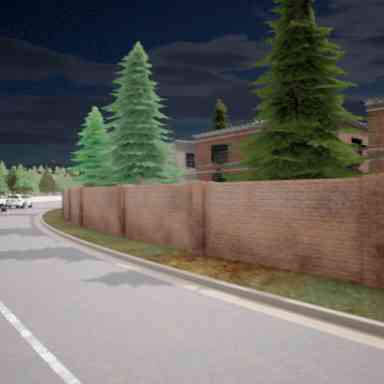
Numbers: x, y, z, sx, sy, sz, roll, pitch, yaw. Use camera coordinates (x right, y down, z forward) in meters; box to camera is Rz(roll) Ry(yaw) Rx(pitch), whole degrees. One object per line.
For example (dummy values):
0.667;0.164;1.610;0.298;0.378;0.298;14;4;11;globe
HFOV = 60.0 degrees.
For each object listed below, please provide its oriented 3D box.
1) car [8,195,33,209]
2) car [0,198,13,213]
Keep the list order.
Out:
-25.304;1.408;48.993;2.150;2.045;5.566;0;0;-8;car
-22.954;1.735;38.883;1.994;1.385;4.181;0;0;-15;car
